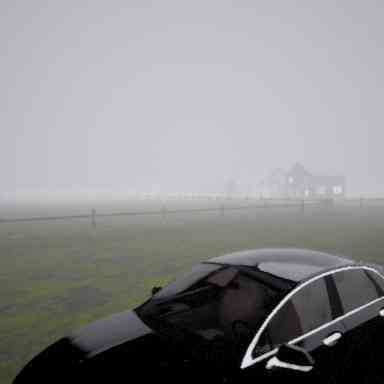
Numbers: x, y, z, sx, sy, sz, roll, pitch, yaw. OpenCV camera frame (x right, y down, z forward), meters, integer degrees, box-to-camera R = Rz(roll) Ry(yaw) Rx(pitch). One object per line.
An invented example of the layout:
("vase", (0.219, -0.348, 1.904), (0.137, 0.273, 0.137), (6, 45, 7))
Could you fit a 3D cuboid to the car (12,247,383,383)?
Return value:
("car", (0.747, 1.472, 3.600), (4.892, 1.490, 1.837), (-1, 1, -35))
